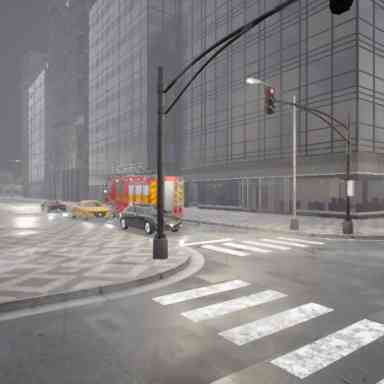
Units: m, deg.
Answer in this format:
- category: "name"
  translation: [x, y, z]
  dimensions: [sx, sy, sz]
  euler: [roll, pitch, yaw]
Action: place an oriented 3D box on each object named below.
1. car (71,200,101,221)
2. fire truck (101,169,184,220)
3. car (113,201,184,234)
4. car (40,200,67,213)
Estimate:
- category: "car"
  translation: [-8.404, 1.445, 27.292]
  dimensions: [1.882, 1.535, 5.008]
  euler: [0, 0, -35]
- category: "fire truck"
  translation: [-4.148, 0.316, 26.722]
  dimensions: [2.891, 3.827, 8.468]
  euler: [0, 0, -36]
- category: "car"
  translation: [-2.507, 1.483, 19.112]
  dimensions: [1.837, 1.490, 4.892]
  euler: [0, 0, -38]
- category: "car"
  translation: [-15.503, 1.557, 37.209]
  dimensions: [1.895, 1.301, 4.718]
  euler: [0, 0, -36]
